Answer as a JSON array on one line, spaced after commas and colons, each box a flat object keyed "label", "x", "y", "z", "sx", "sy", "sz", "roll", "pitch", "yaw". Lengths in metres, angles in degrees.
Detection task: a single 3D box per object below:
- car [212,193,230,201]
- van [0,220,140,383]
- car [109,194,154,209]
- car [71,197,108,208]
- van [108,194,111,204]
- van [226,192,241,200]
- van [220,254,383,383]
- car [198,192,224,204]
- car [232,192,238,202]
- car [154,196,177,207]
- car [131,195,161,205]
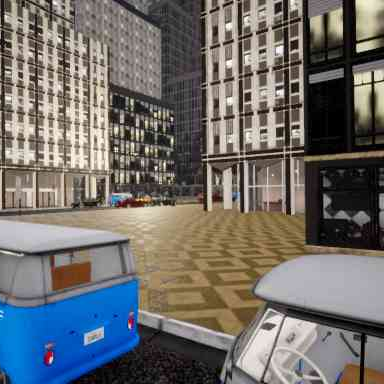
[{"label": "car", "x": 6.193, "y": 1.016, "z": 71.098, "sx": 1.967, "sy": 1.590, "sz": 4.097, "roll": 0, "pitch": 0, "yaw": 36}, {"label": "van", "x": -2.574, "y": 1.342, "z": 4.728, "sx": 3.998, "sy": 1.788, "sz": 1.690, "roll": 0, "pitch": -1, "yaw": 36}, {"label": "car", "x": -7.037, "y": 1.267, "z": 38.886, "sx": 1.887, "sy": 1.381, "sz": 4.507, "roll": 0, "pitch": 0, "yaw": 36}, {"label": "car", "x": -13.818, "y": 1.403, "z": 43.808, "sx": 1.947, "sy": 1.339, "sz": 4.313, "roll": 0, "pitch": 0, "yaw": 36}, {"label": "van", "x": -10.485, "y": 1.135, "z": 48.356, "sx": 1.690, "sy": 1.788, "sz": 3.998, "roll": 0, "pitch": 0, "yaw": 36}, {"label": "van", "x": 9.528, "y": 0.872, "z": 75.647, "sx": 1.690, "sy": 1.788, "sz": 3.998, "roll": 0, "pitch": 0, "yaw": 36}, {"label": "van", "x": 1.964, "y": 1.341, "z": 1.486, "sx": 3.998, "sy": 1.788, "sz": 1.690, "roll": 0, "pitch": -1, "yaw": 36}, {"label": "car", "x": 2.963, "y": 0.908, "z": 52.525, "sx": 2.192, "sy": 1.841, "sz": 5.009, "roll": 0, "pitch": 0, "yaw": 36}, {"label": "car", "x": 6.299, "y": 1.101, "z": 57.072, "sx": 2.008, "sy": 1.369, "sz": 4.403, "roll": 0, "pitch": 0, "yaw": 36}, {"label": "car", "x": -3.703, "y": 1.230, "z": 43.433, "sx": 2.008, "sy": 1.369, "sz": 4.403, "roll": 0, "pitch": 0, "yaw": 36}, {"label": "car", "x": -7.248, "y": 1.278, "z": 52.768, "sx": 1.752, "sy": 1.417, "sz": 4.829, "roll": 0, "pitch": 0, "yaw": 36}]
